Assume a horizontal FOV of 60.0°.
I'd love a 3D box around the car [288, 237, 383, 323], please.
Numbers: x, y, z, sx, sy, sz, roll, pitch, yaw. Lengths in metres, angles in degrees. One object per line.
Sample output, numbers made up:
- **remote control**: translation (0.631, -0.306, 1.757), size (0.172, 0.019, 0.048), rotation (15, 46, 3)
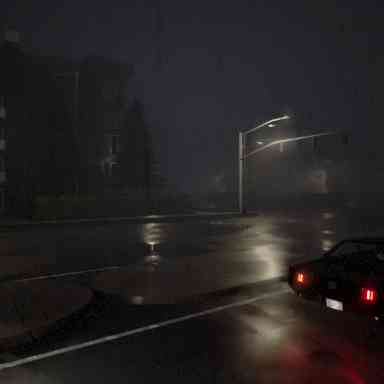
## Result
- **car**: translation (4.205, 1.601, 6.863), size (4.718, 1.301, 1.895), rotation (0, 0, -35)
